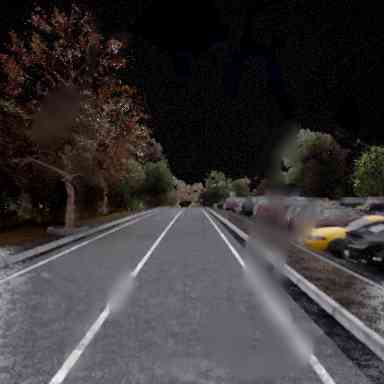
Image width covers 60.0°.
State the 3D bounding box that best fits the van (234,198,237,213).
[{"bbox_3d":[6.995,1.518,34.891,4.442,1.987,1.878,0,-1,0],"label":"van"}]

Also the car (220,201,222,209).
[{"bbox_3d":[7.163,2.134,51.539,4.674,1.452,2.002,0,-1,0],"label":"car"}]

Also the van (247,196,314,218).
[{"bbox_3d":[6.971,1.403,26.580,4.442,1.987,1.878,0,0,0],"label":"van"}]

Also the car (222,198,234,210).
[{"bbox_3d":[7.150,1.977,45.988,5.008,1.535,2.097,0,-1,0],"label":"car"}]

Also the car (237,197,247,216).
[{"bbox_3d":[7.124,1.391,29.356,5.566,2.045,2.435,0,0,0],"label":"car"}]

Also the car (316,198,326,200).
[{"bbox_3d":[20.218,1.970,45.764,5.008,1.535,2.097,0,-1,0],"label":"car"}]

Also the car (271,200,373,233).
[{"bbox_3d":[7.032,1.462,18.250,4.553,1.767,2.185,0,0,0],"label":"car"}]

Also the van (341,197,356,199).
[{"bbox_3d":[20.324,1.628,40.229,4.442,1.987,1.878,0,-1,0],"label":"van"}]

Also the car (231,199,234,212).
[{"bbox_3d":[7.123,1.842,37.661,4.674,1.452,2.002,0,-1,0],"label":"car"}]

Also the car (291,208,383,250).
[{"bbox_3d":[6.862,1.557,12.698,5.366,1.575,1.946,0,0,0],"label":"car"}]

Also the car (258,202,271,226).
[{"bbox_3d":[7.066,1.601,21.026,5.008,1.535,2.097,0,0,0],"label":"car"}]

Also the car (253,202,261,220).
[{"bbox_3d":[7.082,1.655,23.802,4.674,1.452,2.002,0,0,0],"label":"car"}]

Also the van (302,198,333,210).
[{"bbox_3d":[20.364,1.919,54.077,4.442,1.987,1.878,0,-1,0],"label":"van"}]

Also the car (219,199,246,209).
[{"bbox_3d":[7.216,2.146,59.864,4.553,1.767,2.185,0,-1,0],"label":"car"}]

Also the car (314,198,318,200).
[{"bbox_3d":[20.227,2.031,48.659,5.008,1.535,2.097,0,-1,0],"label":"car"}]

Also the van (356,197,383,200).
[{"bbox_3d":[20.074,1.511,34.691,4.442,1.987,1.878,0,-1,0],"label":"van"}]

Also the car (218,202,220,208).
[{"bbox_3d":[7.198,2.182,54.314,4.792,1.488,2.163,0,-1,0],"label":"car"}]

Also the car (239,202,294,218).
[{"bbox_3d":[7.133,1.715,32.104,4.792,1.488,2.163,0,-1,0],"label":"car"}]

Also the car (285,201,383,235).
[{"bbox_3d":[7.024,1.448,15.474,4.553,1.767,2.185,0,0,0],"label":"car"}]

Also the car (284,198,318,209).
[{"bbox_3d":[20.300,2.076,62.383,5.566,2.045,2.435,0,-2,0],"label":"car"}]

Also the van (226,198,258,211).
[{"bbox_3d":[7.269,1.809,48.769,4.442,1.987,1.878,0,-1,0],"label":"van"}]

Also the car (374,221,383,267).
[{"bbox_3d":[7.038,1.533,7.145,4.892,1.521,2.231,0,0,0],"label":"car"}]

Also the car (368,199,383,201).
[{"bbox_3d":[20.188,1.679,31.917,5.008,1.535,2.097,0,-1,0],"label":"car"}]

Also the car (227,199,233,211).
[{"bbox_3d":[7.098,1.890,40.438,4.792,1.488,2.163,0,-1,0],"label":"car"}]

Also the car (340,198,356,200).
[{"bbox_3d":[20.015,1.792,37.454,5.366,1.575,1.946,0,-1,0],"label":"car"}]

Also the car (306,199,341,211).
[{"bbox_3d":[20.208,1.961,51.306,4.553,1.767,2.185,0,-1,0],"label":"car"}]

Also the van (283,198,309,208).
[{"bbox_3d":[20.398,2.179,65.273,4.442,1.987,1.878,0,-2,0],"label":"van"}]

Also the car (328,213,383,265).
[{"bbox_3d":[7.033,1.547,9.921,4.892,1.521,2.231,0,0,0],"label":"car"}]

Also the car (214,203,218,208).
[{"bbox_3d":[7.148,1.959,57.096,5.566,2.045,2.435,0,-1,0],"label":"car"}]

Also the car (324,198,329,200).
[{"bbox_3d":[20.210,1.913,42.994,4.892,1.521,2.231,0,-1,0],"label":"car"}]
